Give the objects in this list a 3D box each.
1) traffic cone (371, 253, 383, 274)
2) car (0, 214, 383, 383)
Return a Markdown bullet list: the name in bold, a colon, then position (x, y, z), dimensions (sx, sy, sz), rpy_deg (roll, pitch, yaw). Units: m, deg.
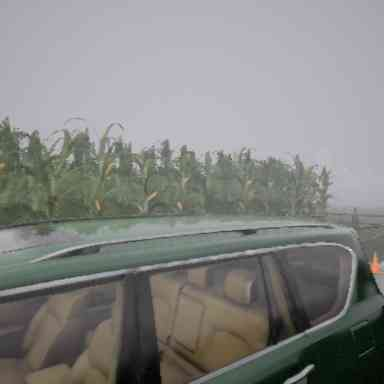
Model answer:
- **traffic cone**: position (5.418, 2.085, 9.815), dimensions (0.340, 0.580, 0.340), rpy_deg (1, -1, -42)
- **car**: position (-0.850, 1.226, 2.043), dimensions (5.566, 2.045, 2.150), rpy_deg (1, 0, -36)
